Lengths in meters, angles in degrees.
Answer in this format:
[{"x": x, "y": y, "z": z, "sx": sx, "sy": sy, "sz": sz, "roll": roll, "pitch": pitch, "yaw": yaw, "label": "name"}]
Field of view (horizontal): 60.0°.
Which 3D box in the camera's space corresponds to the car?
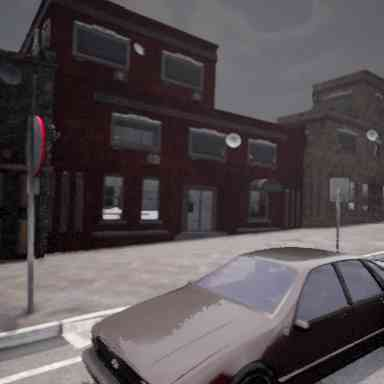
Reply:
[{"x": 1.373, "y": 1.550, "z": 4.663, "sx": 5.357, "sy": 1.411, "sz": 2.033, "roll": 0, "pitch": 0, "yaw": -35, "label": "car"}]
